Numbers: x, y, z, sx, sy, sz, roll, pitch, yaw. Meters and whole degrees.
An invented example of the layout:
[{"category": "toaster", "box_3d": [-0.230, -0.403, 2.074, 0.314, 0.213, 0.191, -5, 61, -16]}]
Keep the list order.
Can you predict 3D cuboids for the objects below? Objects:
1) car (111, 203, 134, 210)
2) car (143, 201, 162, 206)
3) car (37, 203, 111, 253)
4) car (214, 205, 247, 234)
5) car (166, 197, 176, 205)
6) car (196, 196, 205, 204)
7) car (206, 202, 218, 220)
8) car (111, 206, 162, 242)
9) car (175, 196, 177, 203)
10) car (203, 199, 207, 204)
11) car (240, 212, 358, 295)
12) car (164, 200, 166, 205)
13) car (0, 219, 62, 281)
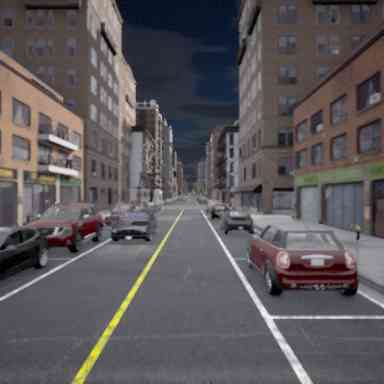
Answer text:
[{"category": "car", "box_3d": [-5.373, 1.680, 25.984, 1.967, 1.590, 4.097, 0, -1, 0]}, {"category": "car", "box_3d": [-5.363, 1.977, 43.028, 1.802, 1.307, 4.206, 0, -1, 0]}, {"category": "car", "box_3d": [-5.379, 1.451, 14.622, 2.192, 1.841, 5.009, 0, -1, 0]}, {"category": "car", "box_3d": [2.649, 1.738, 20.301, 2.008, 1.369, 4.403, 0, -1, 0]}, {"category": "car", "box_3d": [-5.348, 2.236, 75.584, 2.008, 1.369, 4.403, 0, -1, 0]}, {"category": "car", "box_3d": [2.684, 2.284, 80.987, 2.008, 1.369, 4.403, 0, -1, 0]}, {"category": "car", "box_3d": [2.655, 1.858, 31.663, 1.947, 1.339, 4.313, 0, -1, 0]}, {"category": "car", "box_3d": [-2.840, 1.710, 17.600, 2.033, 1.411, 5.357, 0, 0, 0]}, {"category": "car", "box_3d": [-5.350, 2.257, 80.820, 1.752, 1.417, 4.829, 0, -1, 0]}, {"category": "car", "box_3d": [2.662, 1.922, 43.195, 1.752, 1.417, 4.829, 0, -1, 0]}, {"category": "car", "box_3d": [2.643, 1.523, 8.940, 1.967, 1.590, 4.097, 0, -1, 0]}, {"category": "car", "box_3d": [-5.360, 1.997, 48.709, 2.008, 1.369, 4.403, 0, -1, 0]}, {"category": "car", "box_3d": [-5.382, 1.649, 8.939, 1.947, 1.339, 4.313, 0, -1, 0]}]
